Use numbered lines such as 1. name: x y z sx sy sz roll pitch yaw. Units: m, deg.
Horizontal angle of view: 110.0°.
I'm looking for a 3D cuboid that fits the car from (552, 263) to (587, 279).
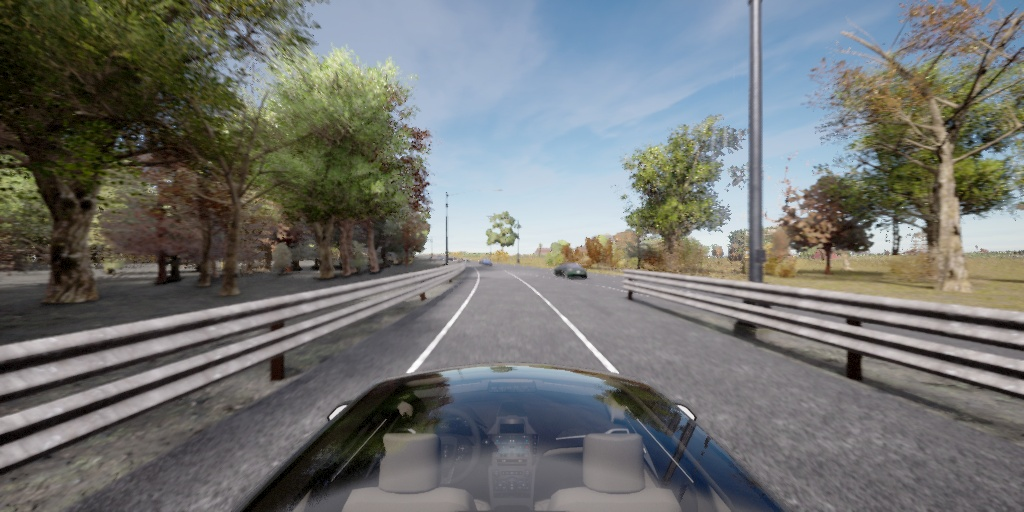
1. car: 5.170 1.316 32.614 1.994 1.385 4.181 1 0 -15
